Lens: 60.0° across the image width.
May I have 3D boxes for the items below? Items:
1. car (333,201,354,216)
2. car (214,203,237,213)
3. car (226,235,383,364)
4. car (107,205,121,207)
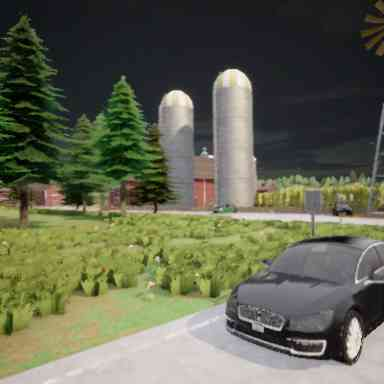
[{"bbox_3d":[18.280,1.990,40.439,1.905,1.878,3.866,-1,-1,16],"label":"car"},{"bbox_3d":[5.067,2.567,51.136,3.988,1.617,1.851,1,-2,-44],"label":"car"},{"bbox_3d":[2.653,1.635,6.218,4.892,1.490,1.837,1,-2,-44],"label":"car"},{"bbox_3d":[-17.808,3.546,74.919,4.181,1.381,1.994,1,-2,-44],"label":"car"}]
